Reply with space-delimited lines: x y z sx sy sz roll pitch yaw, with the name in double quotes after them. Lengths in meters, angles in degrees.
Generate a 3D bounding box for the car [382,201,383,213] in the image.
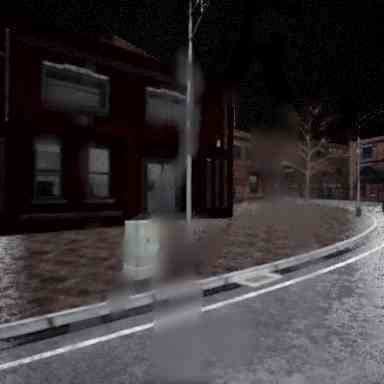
16.483 1.095 26.226 2.128 1.511 4.902 0 1 17 "car"
